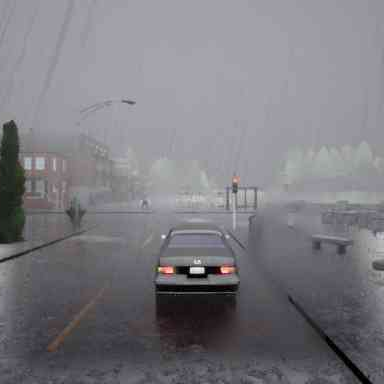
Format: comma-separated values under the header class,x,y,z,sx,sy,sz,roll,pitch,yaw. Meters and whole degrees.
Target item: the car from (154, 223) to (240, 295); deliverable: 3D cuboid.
class,x,y,z,sx,sy,sz,roll,pitch,yaw
car,0.099,1.547,8.879,2.033,1.411,5.357,0,0,0
